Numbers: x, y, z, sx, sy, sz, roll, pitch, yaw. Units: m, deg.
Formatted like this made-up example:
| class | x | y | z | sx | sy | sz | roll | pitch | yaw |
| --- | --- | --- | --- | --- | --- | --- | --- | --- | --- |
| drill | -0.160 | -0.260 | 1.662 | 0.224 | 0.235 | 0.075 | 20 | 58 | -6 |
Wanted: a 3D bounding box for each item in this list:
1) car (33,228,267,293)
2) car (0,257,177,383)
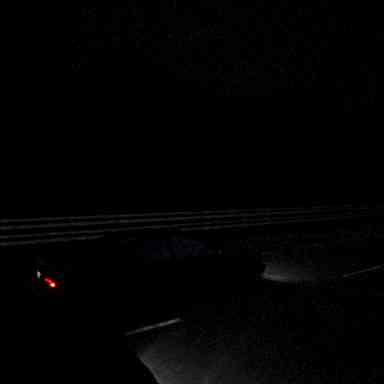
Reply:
| class | x | y | z | sx | sy | sz | roll | pitch | yaw |
| --- | --- | --- | --- | --- | --- | --- | --- | --- | --- |
| car | -0.749 | 1.555 | 7.518 | 5.357 | 1.411 | 2.033 | 0 | 0 | -35 |
| car | -2.757 | 1.546 | 1.782 | 5.357 | 1.411 | 2.033 | 0 | 0 | -35 |
